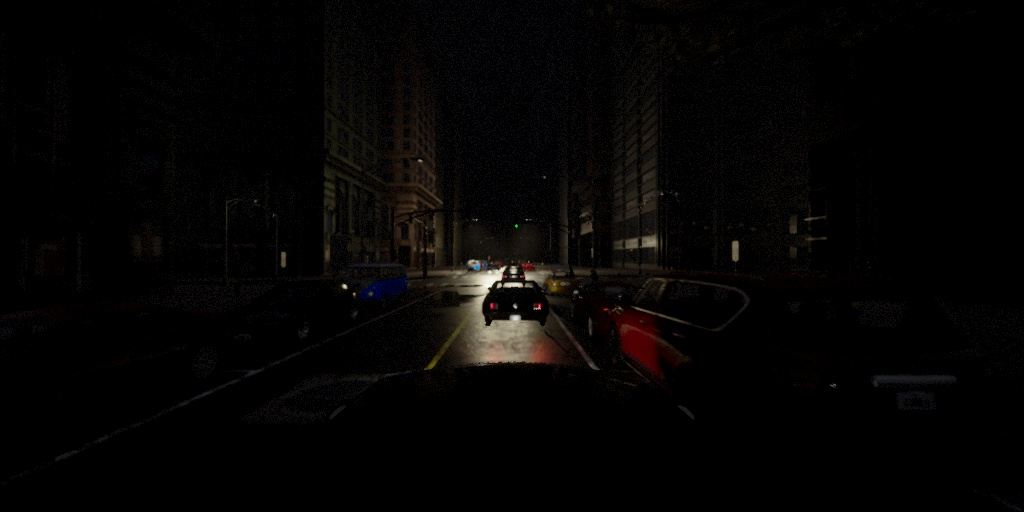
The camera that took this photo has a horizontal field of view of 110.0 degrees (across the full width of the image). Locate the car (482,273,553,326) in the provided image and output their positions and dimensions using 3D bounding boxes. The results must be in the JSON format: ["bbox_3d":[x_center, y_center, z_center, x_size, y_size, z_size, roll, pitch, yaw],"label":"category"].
[{"bbox_3d":[0.102,1.438,12.130,1.895,1.301,4.718,0,0,0],"label":"car"}]

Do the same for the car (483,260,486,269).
[{"bbox_3d":[-5.761,1.797,58.807,1.888,1.381,4.507,0,0,0],"label":"car"}]

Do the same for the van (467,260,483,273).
[{"bbox_3d":[-5.764,1.542,53.282,1.690,1.789,3.998,0,0,0],"label":"van"}]

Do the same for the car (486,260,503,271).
[{"bbox_3d":[-3.037,1.823,59.603,1.994,1.385,4.181,0,-1,0],"label":"car"}]

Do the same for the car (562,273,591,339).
[{"bbox_3d":[2.764,1.366,10.116,1.888,1.381,4.507,0,0,0],"label":"car"}]

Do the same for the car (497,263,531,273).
[{"bbox_3d":[0.107,1.519,27.657,2.033,1.411,5.357,0,0,0],"label":"car"}]

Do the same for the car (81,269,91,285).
[{"bbox_3d":[-36.897,1.986,32.562,4.553,1.767,2.097,-1,0,0],"label":"car"}]

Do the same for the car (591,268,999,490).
[{"bbox_3d":[2.763,1.091,4.827,2.192,1.841,5.009,0,0,0],"label":"car"}]

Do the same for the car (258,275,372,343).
[{"bbox_3d":[-5.761,1.384,9.887,1.948,1.339,4.313,0,0,0],"label":"car"}]

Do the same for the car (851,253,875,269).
[{"bbox_3d":[36.964,0.614,35.459,5.566,2.045,2.150,-1,0,0],"label":"car"}]

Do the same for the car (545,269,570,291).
[{"bbox_3d":[2.773,1.437,20.865,1.751,1.417,4.829,0,0,0],"label":"car"}]

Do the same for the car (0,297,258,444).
[{"bbox_3d":[-5.763,1.318,4.474,1.888,1.381,4.507,0,0,0],"label":"car"}]

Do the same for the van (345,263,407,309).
[{"bbox_3d":[-5.760,1.205,15.300,1.690,1.789,3.998,0,0,0],"label":"van"}]

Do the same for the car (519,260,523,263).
[{"bbox_3d":[2.794,1.849,64.312,1.888,1.381,4.507,0,0,0],"label":"car"}]

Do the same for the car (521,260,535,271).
[{"bbox_3d":[2.794,1.797,58.787,1.888,1.381,4.507,0,0,0],"label":"car"}]
